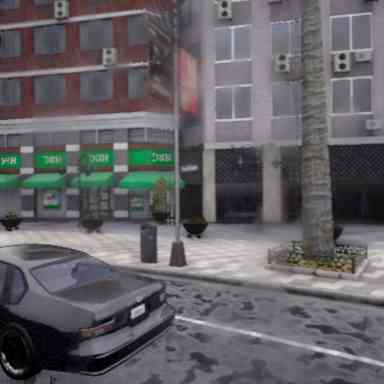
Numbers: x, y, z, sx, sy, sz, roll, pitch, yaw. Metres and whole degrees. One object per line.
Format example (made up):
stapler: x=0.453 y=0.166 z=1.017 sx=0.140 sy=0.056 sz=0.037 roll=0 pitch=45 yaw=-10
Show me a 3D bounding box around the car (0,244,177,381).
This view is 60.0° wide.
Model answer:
car: x=-2.908 y=1.595 z=5.408 sx=5.357 sy=1.411 sz=2.033 roll=-1 pitch=0 yaw=28
